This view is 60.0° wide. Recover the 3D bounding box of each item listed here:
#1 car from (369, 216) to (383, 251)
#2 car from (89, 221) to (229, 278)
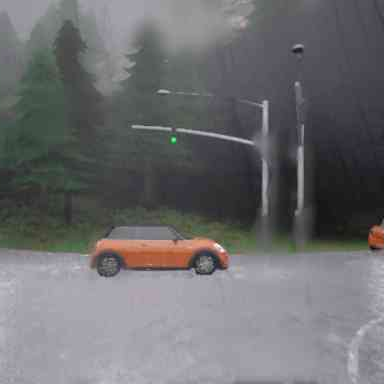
[{"bbox_3d":[10.367,1.703,15.417,4.553,1.767,2.097,-6,7,-29],"label":"car"},{"bbox_3d":[-1.067,1.868,11.477,4.553,1.767,2.097,0,-4,-5],"label":"car"}]
